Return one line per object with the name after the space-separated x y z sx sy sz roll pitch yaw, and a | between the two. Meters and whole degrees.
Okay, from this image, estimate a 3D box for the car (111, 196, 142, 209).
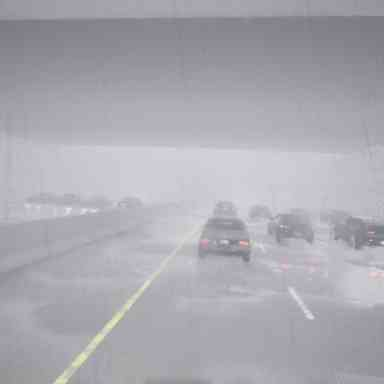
-6.989 1.227 37.779 2.128 1.511 4.902 3 0 6 | car

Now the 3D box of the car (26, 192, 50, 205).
-17.356 0.740 39.515 2.033 1.411 5.357 3 0 6 | car

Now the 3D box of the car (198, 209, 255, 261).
1.276 1.650 12.997 2.033 1.411 5.357 3 0 6 | car

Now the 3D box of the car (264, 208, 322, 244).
5.308 1.855 18.154 1.812 1.442 4.674 3 0 6 | car

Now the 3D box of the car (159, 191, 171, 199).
-6.332 0.873 78.384 2.150 2.045 5.566 3 0 6 | car

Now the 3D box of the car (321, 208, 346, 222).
13.688 2.315 31.880 1.837 1.490 4.892 3 0 6 | car

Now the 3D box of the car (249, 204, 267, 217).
6.821 1.978 33.569 1.812 1.442 4.674 3 0 6 | car

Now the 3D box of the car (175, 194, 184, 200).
-2.866 1.330 78.065 1.837 1.490 4.892 3 0 6 | car

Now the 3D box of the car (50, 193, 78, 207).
-13.950 0.876 38.425 1.837 1.490 4.892 3 -1 6 | car

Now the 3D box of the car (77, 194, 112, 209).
-10.539 1.095 37.472 2.033 1.411 5.357 3 0 6 | car

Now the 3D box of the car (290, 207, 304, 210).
10.269 2.196 32.839 1.994 1.385 4.181 3 0 6 | car

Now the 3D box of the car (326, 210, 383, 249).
8.716 2.012 17.104 1.837 1.490 4.892 3 0 6 | car

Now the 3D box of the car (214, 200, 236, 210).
3.213 1.610 32.439 2.097 1.767 4.553 3 0 6 | car
